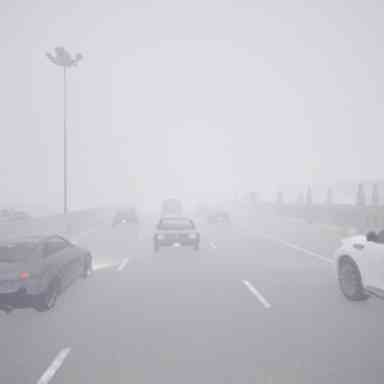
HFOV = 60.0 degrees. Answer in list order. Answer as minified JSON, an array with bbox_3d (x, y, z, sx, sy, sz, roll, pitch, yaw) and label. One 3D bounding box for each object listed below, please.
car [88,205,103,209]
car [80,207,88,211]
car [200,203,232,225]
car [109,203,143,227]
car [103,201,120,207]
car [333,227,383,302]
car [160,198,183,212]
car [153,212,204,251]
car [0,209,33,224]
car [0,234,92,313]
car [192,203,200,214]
[{"bbox_3d":[-18.488,3.277,65.910,1.882,1.535,5.008,0,-4,-4],"label":"car"},{"bbox_3d":[-22.320,3.853,70.477,1.994,1.385,4.181,0,-6,-4],"label":"car"},{"bbox_3d":[1.992,1.833,26.799,1.812,1.442,4.674,0,-1,-4],"label":"car"},{"bbox_3d":[-5.017,1.861,26.125,1.837,1.490,4.892,0,-1,-4],"label":"car"},{"bbox_3d":[-14.798,2.735,63.229,2.150,2.045,5.566,0,-5,-4],"label":"car"},{"bbox_3d":[4.429,1.254,5.344,2.150,2.045,5.566,0,-1,-3],"label":"car"},{"bbox_3d":[-2.169,1.667,35.360,2.150,2.045,5.566,0,-1,-4],"label":"car"},{"bbox_3d":[-0.733,1.788,15.109,1.895,1.301,4.718,0,-1,-4],"label":"car"},{"bbox_3d":[-11.883,1.845,21.262,2.128,1.511,4.902,0,-1,-4],"label":"car"},{"bbox_3d":[-3.814,1.690,7.995,1.994,1.385,4.181,0,-1,-3],"label":"car"},{"bbox_3d":[1.120,2.000,38.150,2.033,1.411,5.357,0,-1,-4],"label":"car"}]
